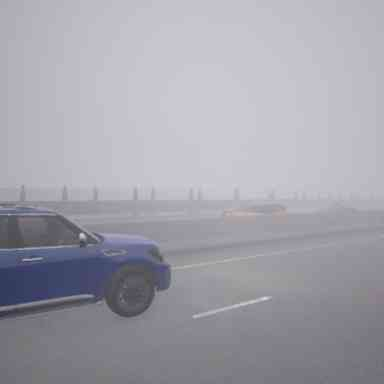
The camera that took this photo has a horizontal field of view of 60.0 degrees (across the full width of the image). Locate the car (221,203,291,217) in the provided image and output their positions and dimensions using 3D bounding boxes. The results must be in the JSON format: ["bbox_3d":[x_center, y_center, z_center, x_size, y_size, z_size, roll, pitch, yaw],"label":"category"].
[{"bbox_3d":[3.938,1.453,19.809,4.553,1.767,2.097,0,0,-36],"label":"car"}]

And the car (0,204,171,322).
[{"bbox_3d":[-3.090,1.227,5.827,5.566,2.045,2.150,1,0,-35],"label":"car"}]

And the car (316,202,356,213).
[{"bbox_3d":[13.666,1.693,31.469,4.902,1.511,2.128,1,0,-37],"label":"car"}]

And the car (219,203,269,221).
[{"bbox_3d":[4.568,1.706,28.995,4.181,1.385,1.994,0,0,-37],"label":"car"}]
